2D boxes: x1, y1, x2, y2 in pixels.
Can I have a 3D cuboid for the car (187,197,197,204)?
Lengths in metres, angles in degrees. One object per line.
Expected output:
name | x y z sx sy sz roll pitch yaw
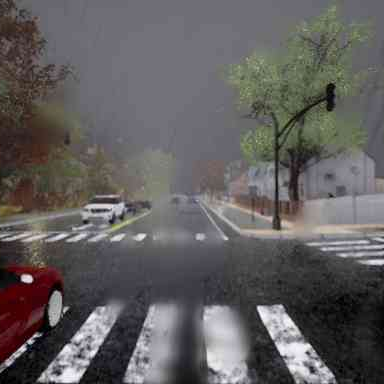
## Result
car | -0.008 1.678 64.542 2.033 1.411 5.357 0 0 0

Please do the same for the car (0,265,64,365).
car | -3.150 1.483 3.805 1.882 1.535 5.008 0 0 0

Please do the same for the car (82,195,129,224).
car | -6.603 1.262 25.472 2.150 2.045 5.566 0 0 0

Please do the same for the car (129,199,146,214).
car | -6.603 1.552 35.507 2.128 1.511 4.902 0 0 0

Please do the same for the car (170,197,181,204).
car | -3.250 1.678 64.637 2.033 1.411 5.357 0 0 0

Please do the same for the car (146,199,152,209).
car | -6.593 1.647 45.557 1.994 1.385 4.181 0 0 0
